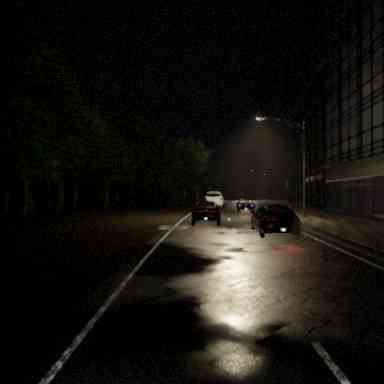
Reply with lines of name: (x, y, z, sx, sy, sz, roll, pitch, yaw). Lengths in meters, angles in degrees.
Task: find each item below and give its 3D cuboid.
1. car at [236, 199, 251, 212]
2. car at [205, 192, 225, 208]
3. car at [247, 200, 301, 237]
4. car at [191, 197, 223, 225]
car: (5.705, 1.402, 35.662, 1.895, 1.301, 4.718, 0, 0, 6)
car: (2.775, 1.017, 40.673, 2.150, 2.045, 5.566, 0, 0, 7)
car: (4.160, 1.383, 17.045, 1.837, 1.490, 4.892, 0, 0, 3)
car: (1.012, 1.351, 22.700, 1.837, 1.490, 4.892, 0, 0, 4)
